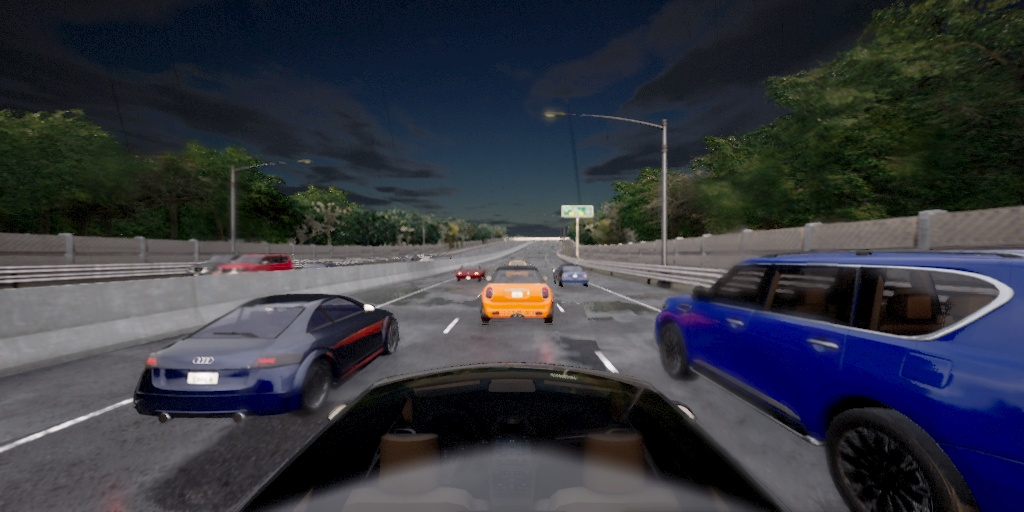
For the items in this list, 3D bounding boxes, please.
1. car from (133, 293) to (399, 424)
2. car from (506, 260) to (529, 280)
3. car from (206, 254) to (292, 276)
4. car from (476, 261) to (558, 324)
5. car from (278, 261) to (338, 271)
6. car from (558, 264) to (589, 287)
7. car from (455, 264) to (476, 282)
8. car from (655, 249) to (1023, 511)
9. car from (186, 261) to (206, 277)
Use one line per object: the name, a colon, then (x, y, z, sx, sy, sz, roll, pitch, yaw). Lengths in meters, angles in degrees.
car: (-3.378, 1.301, 5.934, 1.994, 1.385, 4.181, 0, 0, 0)
car: (0.489, 1.146, 30.911, 1.882, 1.535, 5.008, 0, 0, 1)
car: (-17.352, 0.895, 24.557, 2.150, 2.045, 5.566, 0, 0, 1)
car: (0.163, 1.074, 12.025, 2.097, 1.767, 4.553, 0, 0, 0)
car: (-13.838, 1.220, 25.751, 2.033, 1.411, 5.357, 0, 0, 1)
car: (3.829, 1.238, 23.967, 2.033, 1.411, 5.357, 0, 0, 1)
car: (-3.086, 1.275, 27.956, 1.895, 1.301, 4.718, 0, 0, 1)
car: (3.611, 0.967, 4.016, 2.150, 2.045, 5.566, 0, 0, 0)
car: (-20.817, 0.887, 26.543, 2.150, 2.045, 5.566, 0, 0, 1)
